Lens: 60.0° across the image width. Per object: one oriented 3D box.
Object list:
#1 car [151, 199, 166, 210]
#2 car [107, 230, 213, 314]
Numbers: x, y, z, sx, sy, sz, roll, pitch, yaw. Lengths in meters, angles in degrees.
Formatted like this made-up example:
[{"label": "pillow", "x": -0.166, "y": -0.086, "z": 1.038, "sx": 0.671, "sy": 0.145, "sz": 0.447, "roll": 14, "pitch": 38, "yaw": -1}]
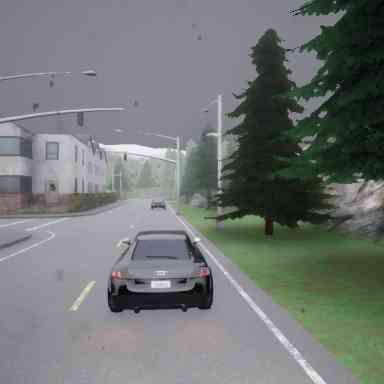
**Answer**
[{"label": "car", "x": -4.453, "y": 1.604, "z": 43.932, "sx": 1.895, "sy": 1.301, "sz": 4.718, "roll": 0, "pitch": 0, "yaw": -6}, {"label": "car", "x": -0.697, "y": 1.565, "z": 7.748, "sx": 1.994, "sy": 1.385, "sz": 4.181, "roll": 0, "pitch": 0, "yaw": -5}]
